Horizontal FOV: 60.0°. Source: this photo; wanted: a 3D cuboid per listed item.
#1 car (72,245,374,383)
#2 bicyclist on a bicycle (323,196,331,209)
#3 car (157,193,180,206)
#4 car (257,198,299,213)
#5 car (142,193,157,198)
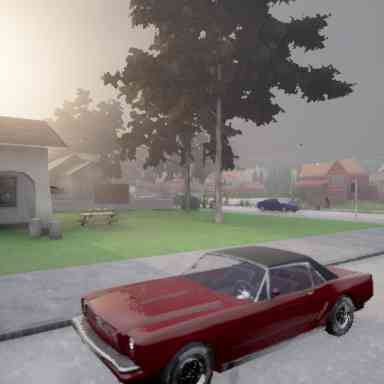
[{"bbox_3d":[0.732,1.600,5.121,4.718,1.301,1.895,0,0,-35],"label":"car"},{"bbox_3d":[16.740,1.342,41.287,1.656,1.620,0.582,0,0,-36],"label":"bicyclist on a bicycle"},{"bbox_3d":[-2.921,1.219,54.330,2.150,2.045,5.566,0,0,-35],"label":"car"},{"bbox_3d":[9.525,1.473,36.937,1.882,1.535,5.008,0,0,-36],"label":"car"},{"bbox_3d":[-8.411,1.216,69.103,2.150,2.045,5.566,0,0,-36],"label":"car"}]
